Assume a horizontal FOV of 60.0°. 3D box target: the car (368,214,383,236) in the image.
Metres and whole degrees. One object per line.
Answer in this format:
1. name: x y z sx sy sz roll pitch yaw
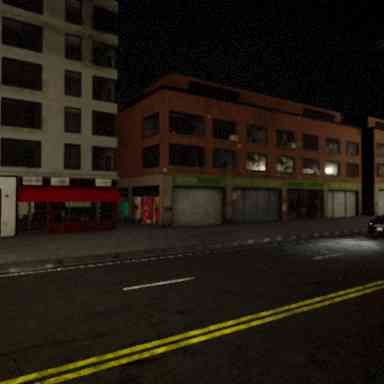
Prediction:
1. car: 12.184 1.775 19.321 4.902 1.511 2.128 0 -1 -33
